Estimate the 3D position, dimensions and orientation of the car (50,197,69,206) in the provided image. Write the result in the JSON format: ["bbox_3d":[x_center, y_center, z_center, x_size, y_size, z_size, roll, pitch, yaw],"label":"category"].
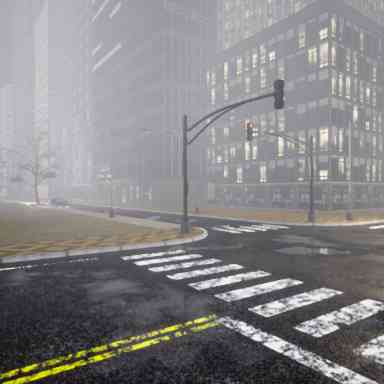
[{"bbox_3d":[-21.668,1.551,54.255,2.033,1.411,5.357,0,0,-35],"label":"car"}]
